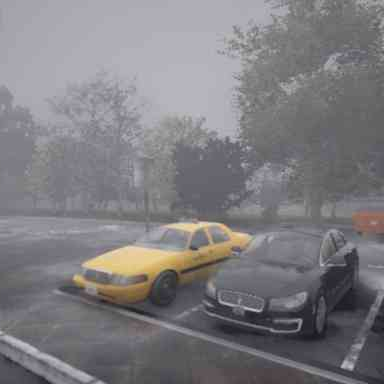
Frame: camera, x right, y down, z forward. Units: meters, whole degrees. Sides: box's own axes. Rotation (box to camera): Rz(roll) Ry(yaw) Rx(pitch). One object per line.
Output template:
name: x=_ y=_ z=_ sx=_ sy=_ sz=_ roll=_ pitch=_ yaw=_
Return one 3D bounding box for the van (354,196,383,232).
van: x=9.842 y=1.226 z=17.462 sx=1.878 sy=1.987 sz=4.442 roll=0 pitch=0 yaw=36

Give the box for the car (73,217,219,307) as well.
car: x=-0.276 y=1.442 z=8.243 sx=1.946 sy=1.575 sz=5.366 roll=0 pitch=0 yaw=36

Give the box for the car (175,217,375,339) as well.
car: x=2.088 y=1.453 z=6.789 sx=2.231 sy=1.521 sz=4.892 roll=0 pitch=0 yaw=36
